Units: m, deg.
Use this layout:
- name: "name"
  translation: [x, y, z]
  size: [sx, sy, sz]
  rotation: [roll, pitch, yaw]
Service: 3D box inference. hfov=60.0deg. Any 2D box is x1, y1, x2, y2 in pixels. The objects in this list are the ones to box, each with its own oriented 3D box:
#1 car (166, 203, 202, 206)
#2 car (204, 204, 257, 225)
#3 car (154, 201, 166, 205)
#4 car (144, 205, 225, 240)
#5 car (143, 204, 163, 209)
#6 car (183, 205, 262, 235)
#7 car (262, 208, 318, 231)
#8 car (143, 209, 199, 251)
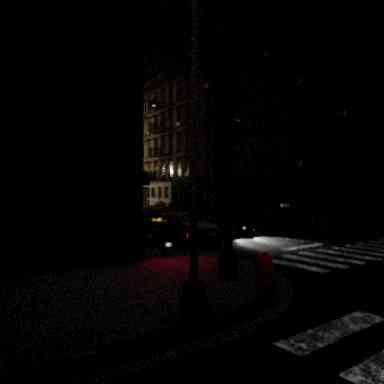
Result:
- name: "car"
  translation: [-0.187, 1.683, 30.509]
  size: [1.947, 1.339, 4.313]
  rotation: [0, 0, -35]
- name: "car"
  translation: [2.933, 1.696, 26.087]
  size: [1.802, 1.307, 4.206]
  rotation: [0, 0, -35]
- name: "car"
  translation: [-3.405, 1.646, 35.071]
  size: [1.752, 1.417, 4.829]
  rotation: [0, 0, -35]
- name: "car"
  translation: [-0.410, 1.618, 16.906]
  size: [1.752, 1.417, 4.829]
  rotation: [0, 0, -35]
- name: "car"
  translation: [-3.629, 1.647, 21.468]
  size: [2.008, 1.369, 4.403]
  rotation: [0, 0, -35]
- name: "car"
  translation: [1.515, 1.662, 18.599]
  size: [1.994, 1.385, 4.181]
  rotation: [0, 0, -36]
- name: "car"
  translation: [6.054, 1.675, 21.664]
  size: [1.947, 1.339, 4.313]
  rotation: [0, 0, -35]
- name: "car"
  translation: [-1.522, 1.569, 13.663]
  size: [1.895, 1.301, 4.718]
  rotation: [3, -2, -19]
